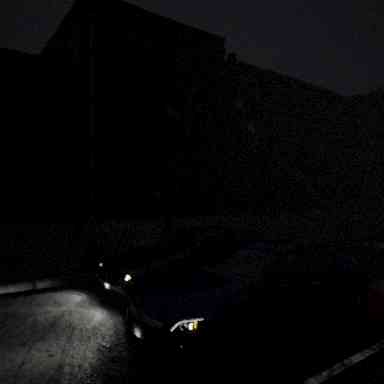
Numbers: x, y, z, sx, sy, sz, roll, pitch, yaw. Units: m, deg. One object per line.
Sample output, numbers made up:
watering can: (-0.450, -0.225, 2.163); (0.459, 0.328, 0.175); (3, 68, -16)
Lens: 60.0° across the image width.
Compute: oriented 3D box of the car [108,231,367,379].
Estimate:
car: (1.187, 1.568, 5.677); (4.674, 1.442, 1.812); (1, 0, -36)

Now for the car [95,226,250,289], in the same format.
car: (0.377, 1.601, 8.531); (5.357, 1.411, 2.033); (1, 0, -36)
